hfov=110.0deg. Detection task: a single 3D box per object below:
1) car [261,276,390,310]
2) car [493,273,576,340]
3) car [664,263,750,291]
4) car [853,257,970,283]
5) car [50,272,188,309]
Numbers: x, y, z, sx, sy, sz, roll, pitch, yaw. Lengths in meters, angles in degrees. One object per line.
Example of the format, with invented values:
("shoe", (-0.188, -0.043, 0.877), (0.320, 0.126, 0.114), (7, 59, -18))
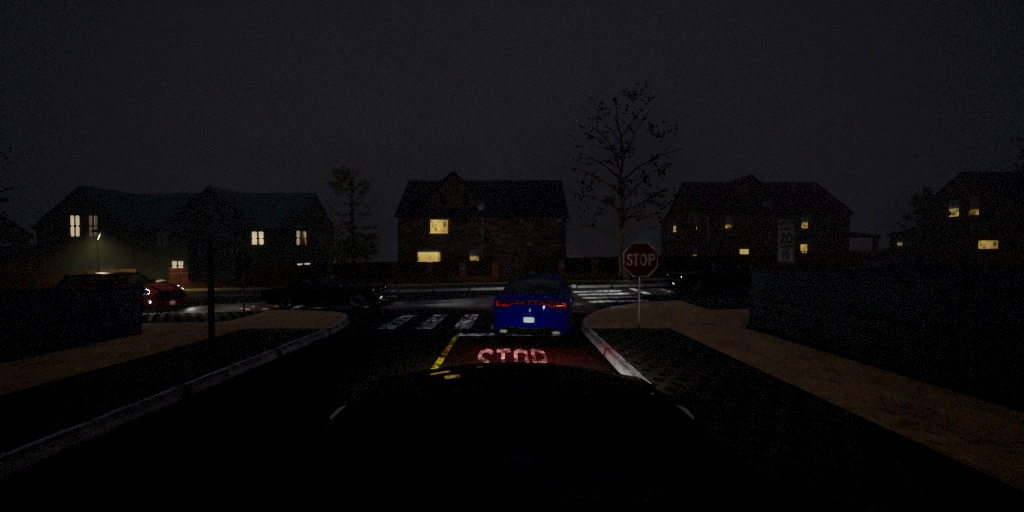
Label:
("car", (-7.815, 1.506, 15.371), (4.718, 1.301, 1.895), (-1, 1, 0))
("car", (0.784, 1.226, 10.165), (1.882, 1.535, 5.008), (0, 0, 10))
("car", (10.406, 1.034, 18.303), (4.718, 1.301, 1.895), (-1, 1, -1))
("car", (20.051, 0.753, 18.342), (5.357, 1.411, 2.033), (-1, 1, 0))
("car", (-16.803, 1.472, 15.360), (4.553, 1.767, 2.097), (-1, 1, 0))
